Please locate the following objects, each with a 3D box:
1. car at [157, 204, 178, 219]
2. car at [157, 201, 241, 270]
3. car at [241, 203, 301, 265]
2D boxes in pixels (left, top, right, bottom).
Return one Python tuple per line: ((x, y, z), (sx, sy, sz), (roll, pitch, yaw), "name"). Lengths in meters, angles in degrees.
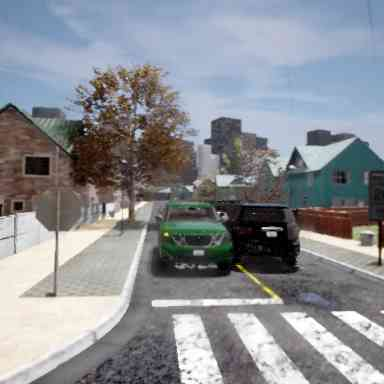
((-2.778, 2.048, 36.560), (2.033, 1.411, 5.357), (1, -1, -6), "car")
((-0.080, 1.360, 11.885), (2.150, 2.045, 5.566), (1, -1, -6), "car")
((2.319, 1.417, 12.698), (2.150, 2.045, 5.566), (1, -1, -2), "car")
